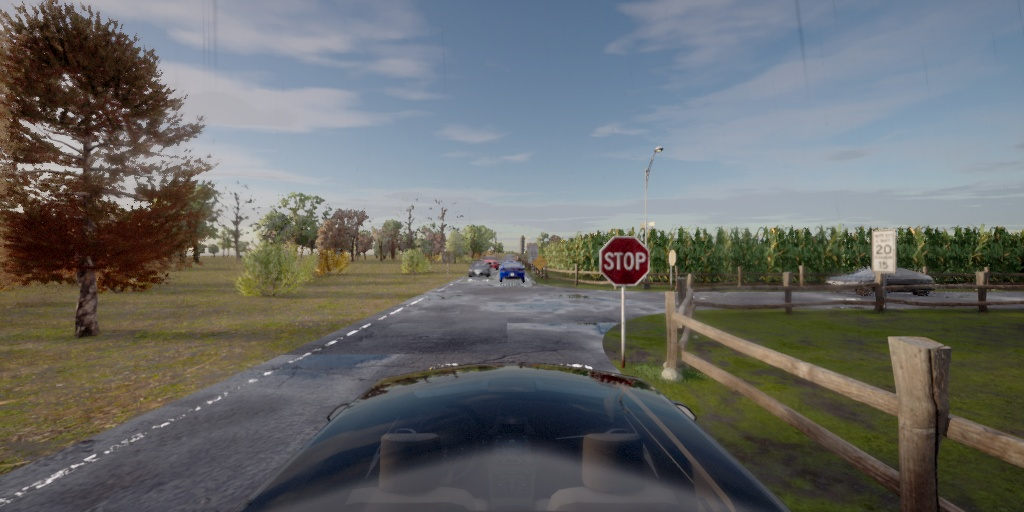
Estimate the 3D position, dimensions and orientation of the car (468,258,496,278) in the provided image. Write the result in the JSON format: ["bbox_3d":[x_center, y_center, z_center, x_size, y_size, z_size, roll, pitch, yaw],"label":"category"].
[{"bbox_3d":[-2.950,1.229,33.373,2.128,1.511,4.902,0,0,0],"label":"car"}]

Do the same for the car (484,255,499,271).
[{"bbox_3d":[-2.996,0.943,49.104,2.150,2.045,5.566,0,0,0],"label":"car"}]

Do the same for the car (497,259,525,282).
[{"bbox_3d":[0.013,1.218,29.057,1.882,1.535,5.008,0,0,0],"label":"car"}]

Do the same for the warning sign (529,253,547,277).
[{"bbox_3d":[2.357,0.855,30.568,1.300,1.860,1.060,0,0,0],"label":"warning sign"}]

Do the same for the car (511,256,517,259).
[{"bbox_3d":[-0.196,1.220,62.587,1.812,1.442,4.674,0,0,0],"label":"car"}]

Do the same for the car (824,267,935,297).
[{"bbox_3d":[18.813,1.300,18.418,4.674,1.442,1.812,0,0,-1],"label":"car"}]
